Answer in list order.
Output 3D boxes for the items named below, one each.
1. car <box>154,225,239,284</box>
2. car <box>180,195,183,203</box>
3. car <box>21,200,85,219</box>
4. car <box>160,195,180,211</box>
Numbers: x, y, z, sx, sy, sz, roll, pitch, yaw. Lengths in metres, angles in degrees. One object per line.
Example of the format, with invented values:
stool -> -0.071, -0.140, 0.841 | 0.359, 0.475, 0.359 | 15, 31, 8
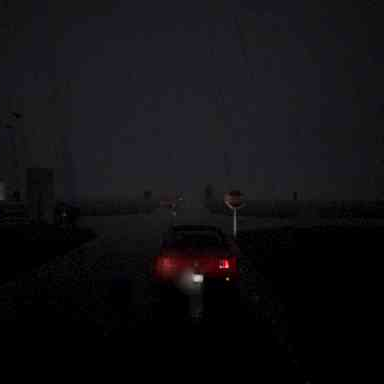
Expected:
car -> 0.100, 1.593, 9.481 | 1.895, 1.301, 4.718 | 0, 0, 0
car -> -2.815, 1.371, 52.245 | 1.882, 1.535, 5.008 | 0, 0, 0
car -> -11.284, 1.407, 26.974 | 5.008, 1.535, 1.882 | 0, 0, 7
car -> -2.809, 1.410, 40.606 | 1.882, 1.535, 5.008 | 0, 0, -1
